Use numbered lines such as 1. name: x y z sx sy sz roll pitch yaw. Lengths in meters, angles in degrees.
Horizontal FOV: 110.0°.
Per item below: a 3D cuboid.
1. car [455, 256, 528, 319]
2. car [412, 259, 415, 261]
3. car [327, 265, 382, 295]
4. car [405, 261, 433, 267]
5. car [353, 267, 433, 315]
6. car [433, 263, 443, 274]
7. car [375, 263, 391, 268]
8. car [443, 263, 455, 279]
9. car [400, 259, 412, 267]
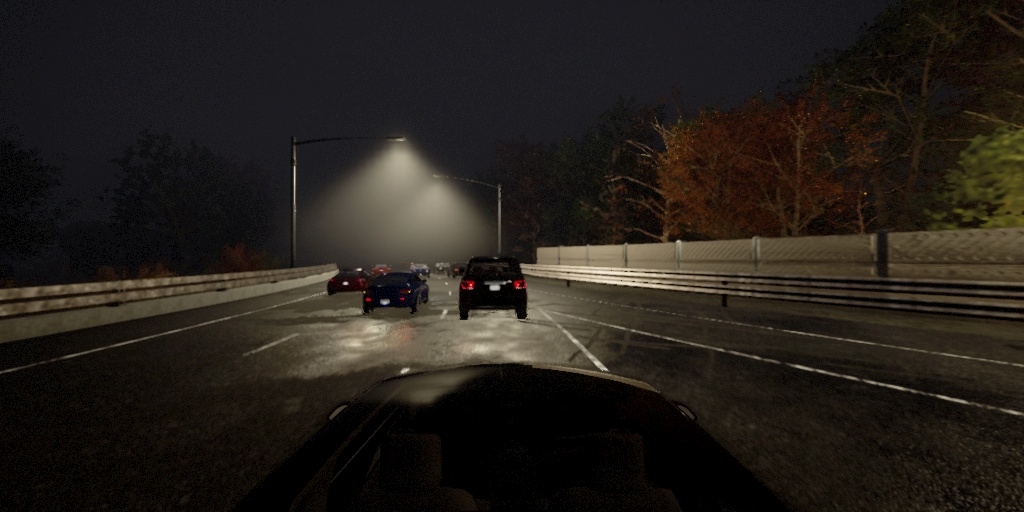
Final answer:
1. car: -0.770 1.013 13.144 2.150 2.045 5.566 0 0 -6
2. car: -13.013 1.445 53.016 1.837 1.490 4.892 0 0 -27
3. car: -8.939 1.390 20.414 1.994 1.385 4.181 0 0 -11
4. car: -9.363 1.478 35.903 1.895 1.301 4.718 0 0 -19
5. car: -4.367 1.323 13.898 1.812 1.442 4.674 0 0 -6
6. car: -8.509 1.502 43.587 1.895 1.301 4.718 0 0 -22
7. car: -13.674 1.453 37.509 1.994 1.385 4.181 0 0 -20
8. car: -4.990 1.390 33.936 1.812 1.442 4.674 0 0 -19
9. car: -17.644 1.324 61.160 2.097 1.767 4.553 0 0 -32
